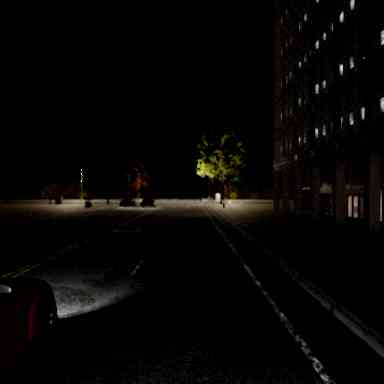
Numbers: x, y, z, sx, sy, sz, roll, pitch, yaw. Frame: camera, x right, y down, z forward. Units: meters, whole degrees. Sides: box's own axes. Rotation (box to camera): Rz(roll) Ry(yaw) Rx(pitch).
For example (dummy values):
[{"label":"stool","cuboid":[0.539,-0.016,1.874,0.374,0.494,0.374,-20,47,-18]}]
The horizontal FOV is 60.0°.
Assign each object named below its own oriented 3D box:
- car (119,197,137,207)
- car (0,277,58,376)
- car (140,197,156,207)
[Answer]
[{"label":"car","cuboid":[-9.754,1.541,51.160,2.033,1.411,5.357,0,0,0]},{"label":"car","cuboid":[-3.149,1.566,3.681,1.994,1.385,4.181,0,0,0]},{"label":"car","cuboid":[-6.518,1.519,49.788,1.812,1.442,4.674,0,0,1]}]
